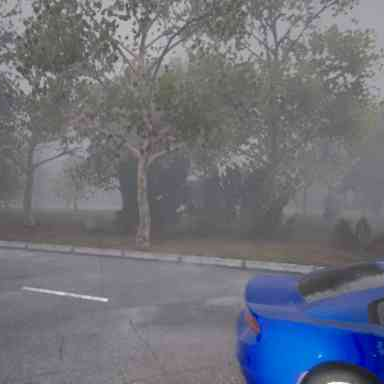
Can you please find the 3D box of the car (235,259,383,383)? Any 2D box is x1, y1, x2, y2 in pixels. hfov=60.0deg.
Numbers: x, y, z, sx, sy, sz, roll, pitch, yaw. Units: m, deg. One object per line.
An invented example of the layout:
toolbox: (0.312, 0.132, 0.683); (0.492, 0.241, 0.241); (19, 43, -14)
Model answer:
car: (2.964, 1.503, 3.330); (5.008, 1.535, 1.882); (1, 0, 17)
